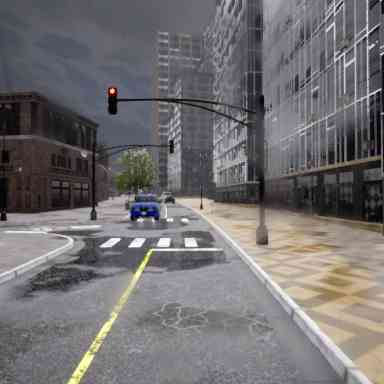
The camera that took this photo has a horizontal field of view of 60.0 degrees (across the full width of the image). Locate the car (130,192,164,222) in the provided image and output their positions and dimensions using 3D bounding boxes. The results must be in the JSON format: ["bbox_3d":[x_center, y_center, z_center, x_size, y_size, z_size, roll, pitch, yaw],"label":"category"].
[{"bbox_3d":[-3.689,1.221,26.993,2.150,2.045,5.566,0,0,-3],"label":"car"}]

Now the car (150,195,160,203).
[{"bbox_3d":[-7.665,1.504,68.500,1.882,1.535,5.008,0,0,-8],"label":"car"}]

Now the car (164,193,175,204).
[{"bbox_3d":[-4.319,1.497,64.314,1.837,1.490,4.892,0,0,-8],"label":"car"}]

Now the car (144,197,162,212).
[{"bbox_3d":[-4.569,1.473,39.613,1.882,1.535,5.008,0,0,-5],"label":"car"}]

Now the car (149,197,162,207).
[{"bbox_3d":[-5.847,1.555,52.970,1.994,1.385,4.181,0,0,-6],"label":"car"}]
